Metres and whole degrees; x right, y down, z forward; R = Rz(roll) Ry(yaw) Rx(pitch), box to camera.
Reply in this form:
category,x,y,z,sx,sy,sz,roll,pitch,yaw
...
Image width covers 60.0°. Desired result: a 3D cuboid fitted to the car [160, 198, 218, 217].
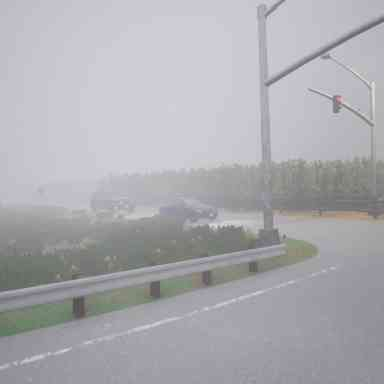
category,x,y,z,sx,sy,sz,roll,pitch,yaw
car,-0.361,1.117,21.917,1.812,1.442,4.674,-3,2,-41

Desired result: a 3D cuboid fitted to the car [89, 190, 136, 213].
category,x,y,z,sx,sy,sz,roll,pitch,yaw
car,-7.292,0.854,29.982,2.150,2.045,5.566,-3,2,-41
